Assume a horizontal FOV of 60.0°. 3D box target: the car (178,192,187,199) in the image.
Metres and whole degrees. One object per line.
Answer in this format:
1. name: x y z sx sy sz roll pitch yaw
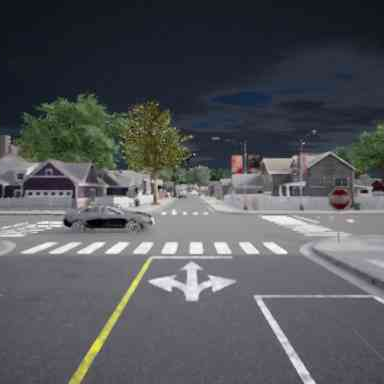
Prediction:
1. car: -2.104 0.848 75.531 1.882 1.535 5.008 0 0 0

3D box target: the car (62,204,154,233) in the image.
1. car: -4.599 1.434 18.435 4.902 1.511 2.128 0 0 0
